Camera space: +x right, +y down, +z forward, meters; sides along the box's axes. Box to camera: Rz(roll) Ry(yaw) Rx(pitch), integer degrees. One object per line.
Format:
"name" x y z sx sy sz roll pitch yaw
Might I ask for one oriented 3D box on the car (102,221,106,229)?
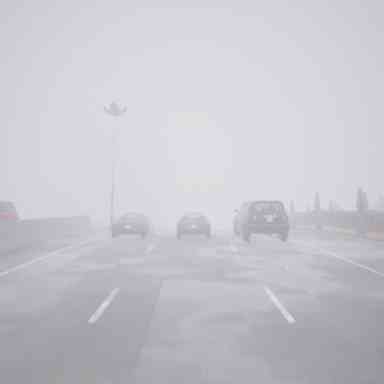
"car" -14.051 6.211 59.172 1.882 1.535 5.008 0 -7 0

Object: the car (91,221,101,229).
"car" -17.532 6.365 62.359 2.150 2.045 5.566 0 -7 0

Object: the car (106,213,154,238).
"car" -3.407 1.905 19.691 1.994 1.385 4.181 0 -3 0

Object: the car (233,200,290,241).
"car" 3.594 1.482 18.013 2.150 2.045 5.566 0 -3 0

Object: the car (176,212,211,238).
"car" 0.092 1.916 19.887 1.994 1.385 4.181 0 -3 0

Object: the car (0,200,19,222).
"car" -10.605 1.398 16.165 2.150 2.045 5.566 0 -2 0
